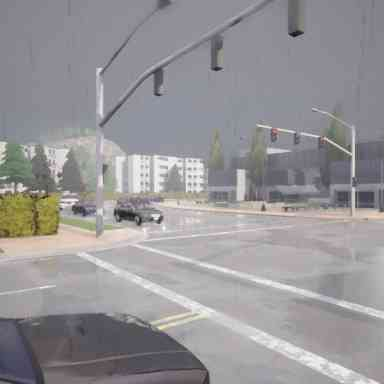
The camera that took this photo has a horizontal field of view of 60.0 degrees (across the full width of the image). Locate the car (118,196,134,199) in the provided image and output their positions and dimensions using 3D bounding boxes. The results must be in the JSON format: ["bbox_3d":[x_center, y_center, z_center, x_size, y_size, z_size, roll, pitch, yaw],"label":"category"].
[{"bbox_3d":[-12.079,1.492,58.840,2.128,1.511,4.902,0,0,-4],"label":"car"}]

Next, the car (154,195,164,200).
[{"bbox_3d":[-7.556,1.354,70.921,2.097,1.767,4.553,0,0,17],"label":"car"}]

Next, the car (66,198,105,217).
[{"bbox_3d":[-10.163,1.547,32.202,2.033,1.411,5.357,0,0,-35],"label":"car"}]

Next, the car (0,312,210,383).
[{"bbox_3d":[-2.380,1.547,2.067,5.357,1.411,2.033,0,0,-35],"label":"car"}]

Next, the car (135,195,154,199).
[{"bbox_3d":[-8.650,1.505,61.156,1.837,1.490,4.892,0,0,-1],"label":"car"}]

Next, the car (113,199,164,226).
[{"bbox_3d":[-3.903,1.492,23.810,2.128,1.511,4.902,0,0,-39],"label":"car"}]

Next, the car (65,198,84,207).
[{"bbox_3d":[-18.752,1.601,53.194,1.895,1.301,4.718,0,0,-8],"label":"car"}]

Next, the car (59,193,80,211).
[{"bbox_3d":[-15.294,1.219,41.392,2.150,2.045,5.566,0,0,-23],"label":"car"}]
